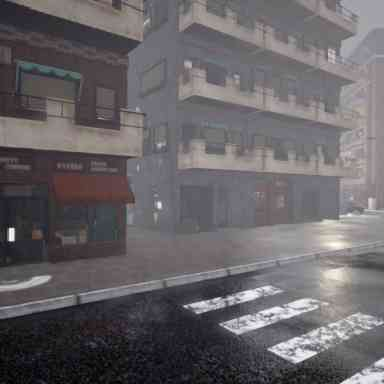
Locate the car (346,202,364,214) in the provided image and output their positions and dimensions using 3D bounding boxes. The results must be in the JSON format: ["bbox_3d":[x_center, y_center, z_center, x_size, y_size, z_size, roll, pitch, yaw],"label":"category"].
[{"bbox_3d":[18.050,1.789,38.328,1.895,1.301,4.718,0,0,5],"label":"car"}]
